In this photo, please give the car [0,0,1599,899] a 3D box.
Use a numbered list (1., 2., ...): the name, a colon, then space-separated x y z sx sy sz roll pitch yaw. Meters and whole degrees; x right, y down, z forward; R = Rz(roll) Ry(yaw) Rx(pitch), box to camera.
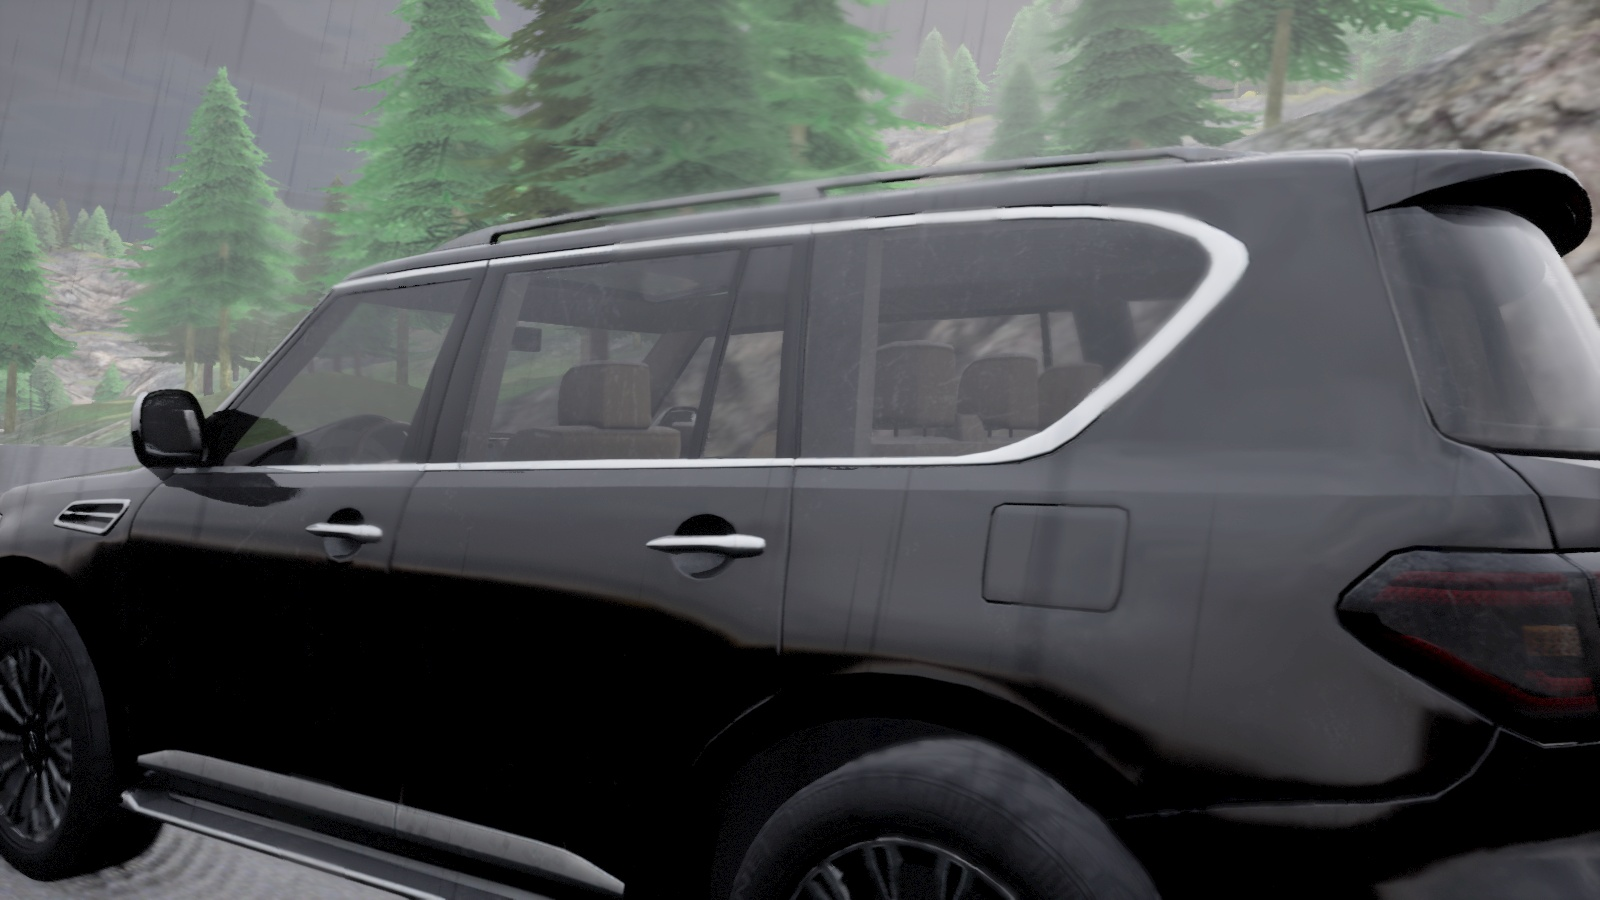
1. car: -0.427 0.408 3.914 5.566 2.045 2.150 0 1 34
